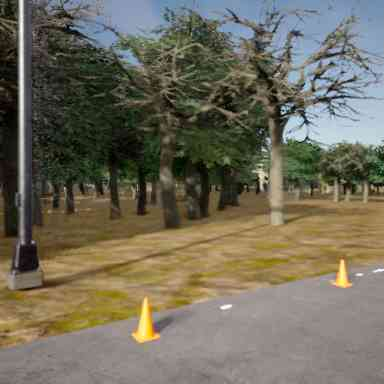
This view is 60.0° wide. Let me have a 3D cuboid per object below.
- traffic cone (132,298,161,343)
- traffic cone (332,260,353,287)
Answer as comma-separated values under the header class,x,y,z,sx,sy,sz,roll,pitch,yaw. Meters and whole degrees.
class,x,y,z,sx,sy,sz,roll,pitch,yaw
traffic cone,-0.706,1.929,5.126,0.340,0.580,0.340,0,0,-34
traffic cone,3.575,1.905,7.902,0.340,0.580,0.340,0,0,-32
